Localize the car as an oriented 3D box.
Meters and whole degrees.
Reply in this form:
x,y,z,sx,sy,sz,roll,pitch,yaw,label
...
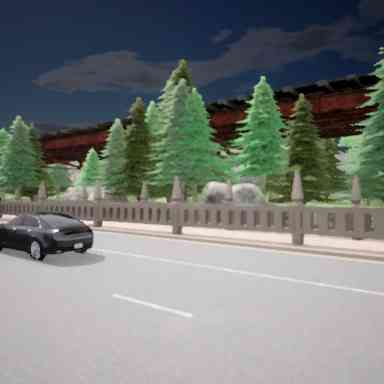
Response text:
x,y,z,sx,sy,sz,roll,pitch,yaw,label
-5.669,1.504,12.339,4.892,1.490,1.837,0,0,36,car
